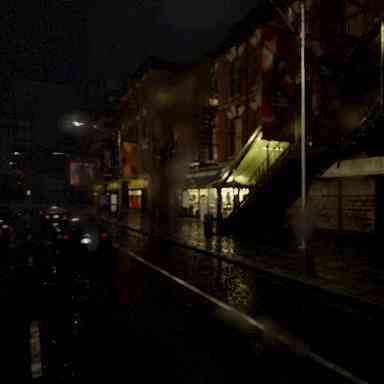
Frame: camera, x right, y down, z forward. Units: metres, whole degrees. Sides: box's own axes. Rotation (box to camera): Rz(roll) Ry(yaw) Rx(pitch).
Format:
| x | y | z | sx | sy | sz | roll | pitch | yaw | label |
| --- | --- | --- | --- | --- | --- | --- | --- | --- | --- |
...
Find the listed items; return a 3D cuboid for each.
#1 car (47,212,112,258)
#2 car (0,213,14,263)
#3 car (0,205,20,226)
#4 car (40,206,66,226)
| x | y | z | sx | sy | sz | roll | pitch | yaw | label |
| --- | --- | --- | --- | --- | --- | --- | --- | --- | --- |
| -4.626 | 1.718 | 13.604 | 1.994 | 1.385 | 4.181 | 0 | -1 | -26 | car |
| -7.734 | 1.696 | 11.987 | 1.994 | 1.385 | 4.181 | 0 | -1 | -26 | car |
| -14.403 | 1.787 | 25.475 | 1.837 | 1.490 | 4.892 | 0 | 0 | -26 | car |
| -10.841 | 1.839 | 26.152 | 2.033 | 1.411 | 5.357 | 0 | -1 | -26 | car |
